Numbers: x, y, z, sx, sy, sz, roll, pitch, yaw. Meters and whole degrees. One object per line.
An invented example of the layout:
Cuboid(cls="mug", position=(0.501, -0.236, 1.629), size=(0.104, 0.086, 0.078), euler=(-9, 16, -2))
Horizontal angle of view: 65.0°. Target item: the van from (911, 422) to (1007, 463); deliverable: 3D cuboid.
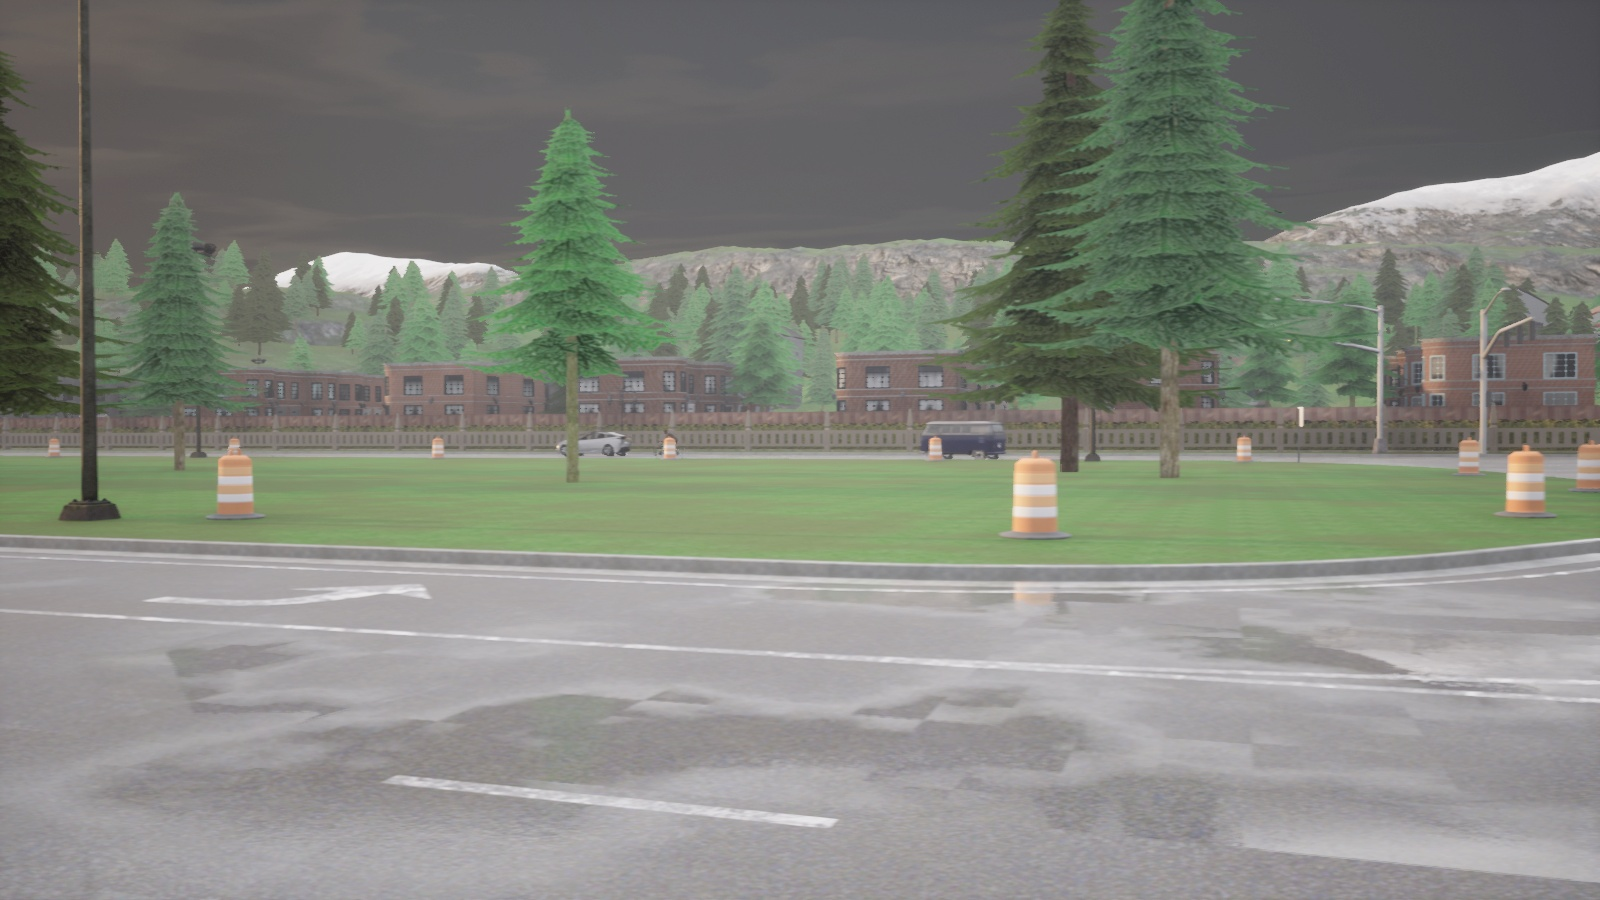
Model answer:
Cuboid(cls="van", position=(7.995, -0.404, 63.208), size=(4.442, 1.987, 1.775), euler=(1, 1, 35))

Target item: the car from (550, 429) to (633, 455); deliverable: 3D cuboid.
Cuboid(cls="car", position=(-12.629, -0.496, 76.090), size=(4.514, 1.525, 2.007), euler=(1, 1, 18))
